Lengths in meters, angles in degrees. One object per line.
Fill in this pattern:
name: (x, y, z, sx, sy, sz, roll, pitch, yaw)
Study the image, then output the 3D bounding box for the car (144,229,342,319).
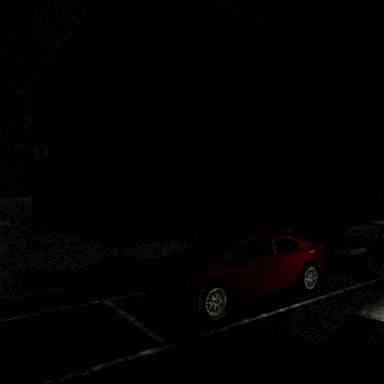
car: (1.124, 1.545, 7.349, 4.507, 1.381, 1.887, 0, 0, -36)

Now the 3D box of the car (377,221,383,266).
car: (7.246, 1.221, 8.456, 5.566, 2.045, 2.150, 0, 0, -36)

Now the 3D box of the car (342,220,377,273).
car: (5.614, 1.582, 10.569, 4.206, 1.307, 1.802, 0, 0, -36)
